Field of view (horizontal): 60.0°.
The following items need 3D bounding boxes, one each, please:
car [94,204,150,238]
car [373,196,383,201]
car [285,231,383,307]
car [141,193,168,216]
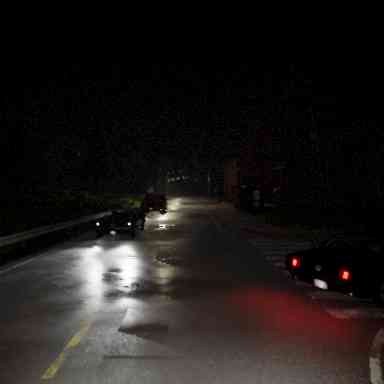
[{"bbox_3d":[-3.607,1.546,17.426,1.895,1.301,4.718,0,0,0],"label":"car"},{"bbox_3d":[27.433,1.364,47.515,1.816,1.474,4.193,0,0,0],"label":"car"},{"bbox_3d":[4.562,1.577,7.799,4.718,1.301,1.895,0,0,-29],"label":"car"},{"bbox_3d":[-3.578,1.121,32.021,2.150,2.045,5.566,0,0,1],"label":"car"}]
